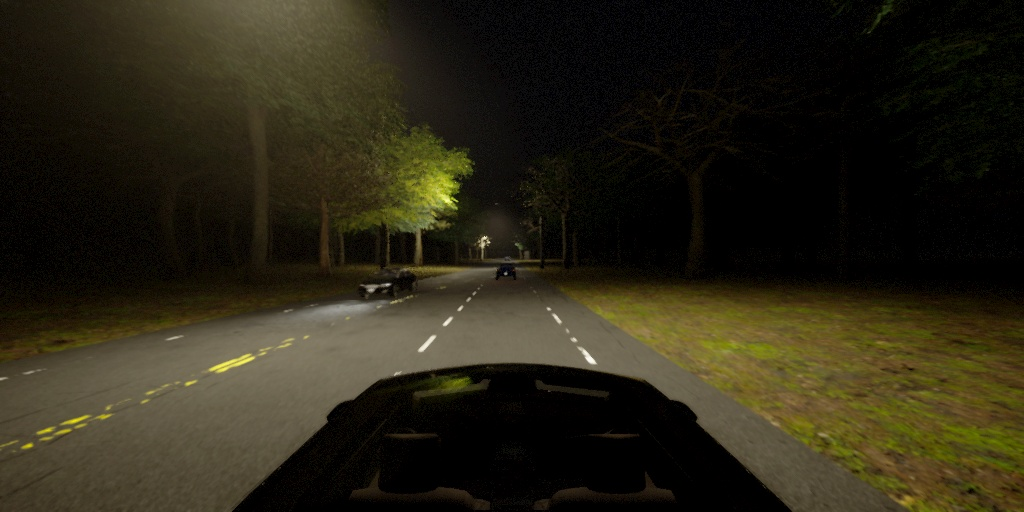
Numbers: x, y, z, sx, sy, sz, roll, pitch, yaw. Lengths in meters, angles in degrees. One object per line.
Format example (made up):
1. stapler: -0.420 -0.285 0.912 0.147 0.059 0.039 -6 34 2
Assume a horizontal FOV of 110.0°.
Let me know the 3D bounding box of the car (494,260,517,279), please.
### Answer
1. car: -0.588 1.421 34.540 1.812 1.442 4.674 -1 0 -1

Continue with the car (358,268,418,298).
1. car: -6.866 1.452 20.307 2.128 1.511 4.902 -1 0 4
